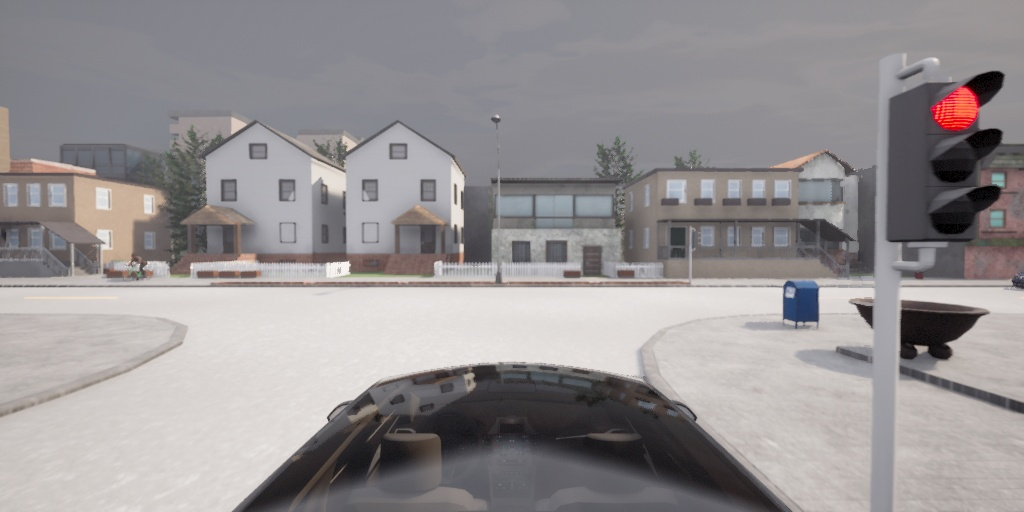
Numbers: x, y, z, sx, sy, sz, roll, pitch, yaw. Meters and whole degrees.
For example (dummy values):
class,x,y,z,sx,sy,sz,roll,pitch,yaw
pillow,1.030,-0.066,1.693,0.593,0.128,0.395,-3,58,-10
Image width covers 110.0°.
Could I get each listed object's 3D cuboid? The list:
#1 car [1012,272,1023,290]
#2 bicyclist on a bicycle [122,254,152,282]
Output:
class,x,y,z,sx,sy,sz,roll,pitch,yaw
car,26.576,0.957,16.742,4.674,1.442,1.812,0,1,0
bicyclist on a bicycle,-21.872,0.689,20.934,0.582,1.620,1.656,0,2,0
